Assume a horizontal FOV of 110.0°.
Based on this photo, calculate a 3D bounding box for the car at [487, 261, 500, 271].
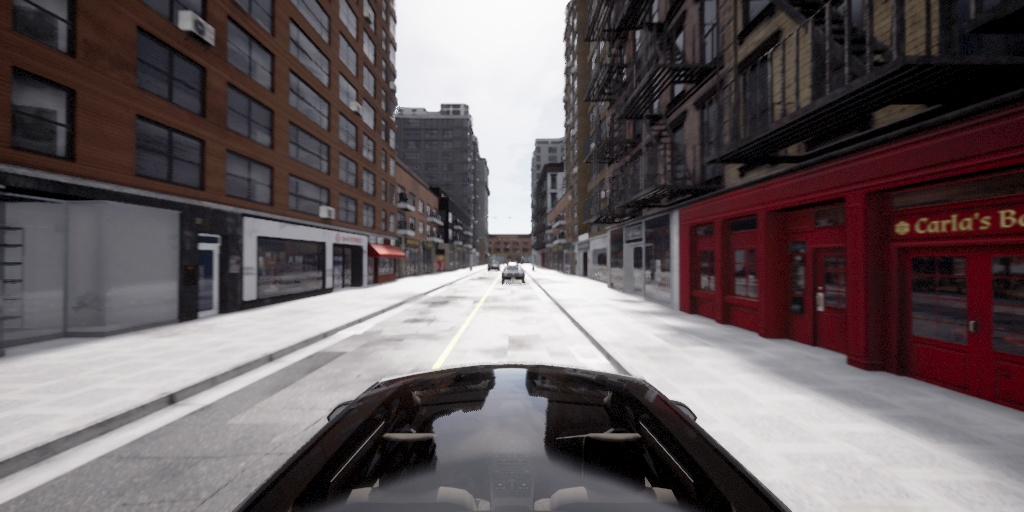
[{"bbox_3d":[-2.755,1.570,55.203,1.837,1.490,4.892,0,-1,0],"label":"car"}]

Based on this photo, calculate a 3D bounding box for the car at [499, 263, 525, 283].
[{"bbox_3d":[0.098,1.485,30.074,1.895,1.301,4.718,0,0,0],"label":"car"}]
